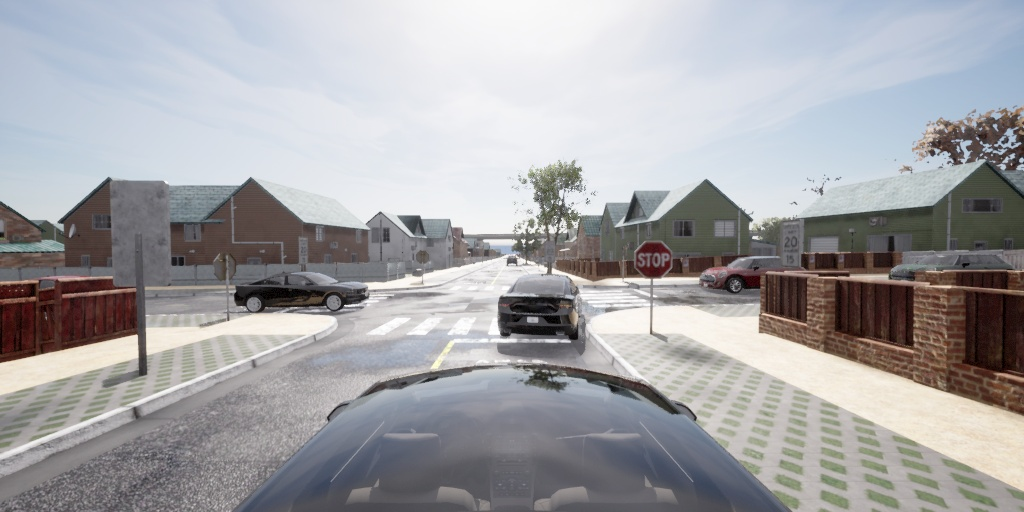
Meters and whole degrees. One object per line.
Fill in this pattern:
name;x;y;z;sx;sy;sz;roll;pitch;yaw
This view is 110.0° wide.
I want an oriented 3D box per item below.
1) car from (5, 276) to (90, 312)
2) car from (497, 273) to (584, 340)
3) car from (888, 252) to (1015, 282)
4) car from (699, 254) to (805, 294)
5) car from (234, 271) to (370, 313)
car;-18.017;1.546;14.604;5.008;1.535;1.882;-1;2;0
car;0.960;1.224;10.134;1.882;1.535;5.008;0;0;12
car;21.706;0.645;17.809;4.553;1.767;2.097;-1;2;0
car;11.811;0.820;17.741;4.553;1.767;2.097;-1;2;0
car;-8.464;1.376;14.664;5.008;1.535;1.882;-1;2;0
